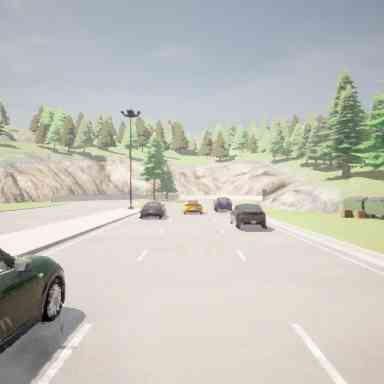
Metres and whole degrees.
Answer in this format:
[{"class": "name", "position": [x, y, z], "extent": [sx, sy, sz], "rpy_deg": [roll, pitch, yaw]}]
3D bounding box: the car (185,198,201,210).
[{"class": "car", "position": [0.128, 1.547, 44.503], "extent": [2.033, 1.411, 5.357], "rpy_deg": [0, 0, 1]}]

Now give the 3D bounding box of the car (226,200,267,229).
[{"class": "car", "position": [3.596, 1.505, 21.812], "extent": [1.837, 1.490, 4.892], "rpy_deg": [0, 0, 0]}]

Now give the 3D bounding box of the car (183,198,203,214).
[{"class": "car", "position": [0.088, 1.478, 34.675], "extent": [1.882, 1.535, 5.008], "rpy_deg": [0, 0, 0]}]

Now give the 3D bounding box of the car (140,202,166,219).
[{"class": "car", "position": [-3.406, 1.564, 29.629], "extent": [1.994, 1.385, 4.181], "rpy_deg": [0, 0, 0]}]

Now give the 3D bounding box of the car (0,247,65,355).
[{"class": "car", "position": [-3.405, 1.353, 4.352], "extent": [2.097, 1.767, 4.553], "rpy_deg": [0, 0, 0]}]

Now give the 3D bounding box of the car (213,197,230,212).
[{"class": "car", "position": [3.594, 1.352, 39.520], "extent": [2.097, 1.767, 4.553], "rpy_deg": [0, 0, 0]}]
